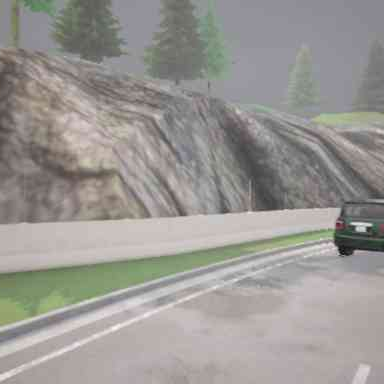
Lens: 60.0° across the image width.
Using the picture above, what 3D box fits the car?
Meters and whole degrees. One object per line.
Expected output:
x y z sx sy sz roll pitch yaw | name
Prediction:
7.249 1.284 12.296 5.566 2.045 2.150 1 0 -43 | car
